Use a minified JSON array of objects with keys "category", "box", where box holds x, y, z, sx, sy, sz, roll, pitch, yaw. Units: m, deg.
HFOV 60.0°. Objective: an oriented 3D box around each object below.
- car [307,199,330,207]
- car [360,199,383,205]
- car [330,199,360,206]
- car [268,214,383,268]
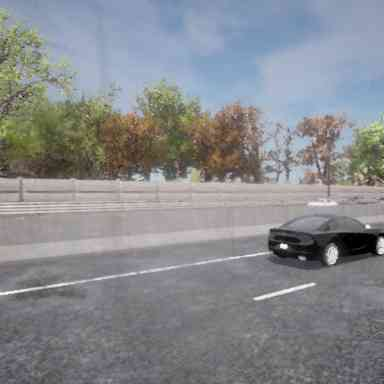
[{"category":"car","box":[16.257,1.582,41.381,4.674,1.442,1.812,0,0,-35]},{"category":"car","box":[20.818,1.549,36.036,4.902,1.511,2.128,0,0,-35]},{"category":"car","box":[18.765,1.549,38.870,4.902,1.511,2.128,0,0,-35]},{"category":"car","box":[4.796,1.487,11.489,5.008,1.535,1.882,0,0,-35]}]
